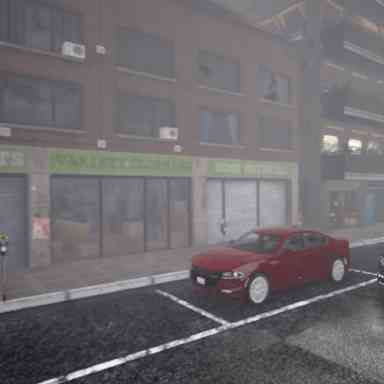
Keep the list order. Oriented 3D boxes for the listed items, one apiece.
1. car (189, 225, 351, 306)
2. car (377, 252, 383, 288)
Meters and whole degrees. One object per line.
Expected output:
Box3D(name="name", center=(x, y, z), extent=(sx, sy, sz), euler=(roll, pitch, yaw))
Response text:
Box3D(name="car", center=(2.011, 1.534, 8.005), extent=(4.507, 1.381, 1.887), euler=(0, 0, -36))
Box3D(name="car", center=(6.237, 1.475, 7.821), extent=(4.902, 1.511, 2.128), euler=(0, 0, -35))
